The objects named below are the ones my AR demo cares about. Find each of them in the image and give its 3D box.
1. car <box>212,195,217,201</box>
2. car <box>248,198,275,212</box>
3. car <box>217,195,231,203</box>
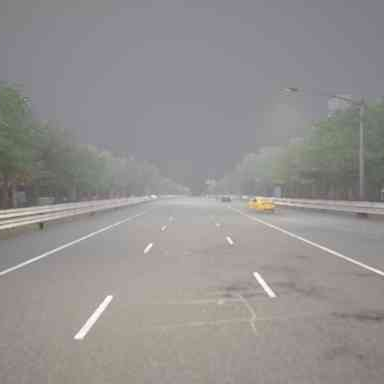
[{"bbox_3d":[7.062,1.506,87.294,2.033,1.411,5.357,0,0,0],"label":"car"},{"bbox_3d":[7.810,1.453,37.669,1.882,1.535,5.008,0,0,-7],"label":"car"},{"bbox_3d":[7.013,1.406,69.920,1.882,1.535,5.008,0,0,0],"label":"car"}]
